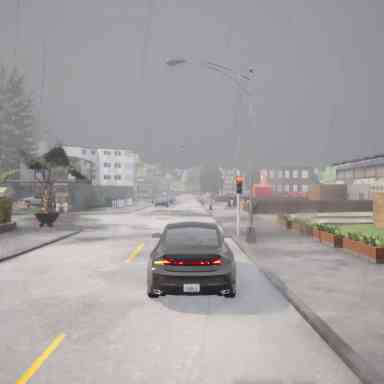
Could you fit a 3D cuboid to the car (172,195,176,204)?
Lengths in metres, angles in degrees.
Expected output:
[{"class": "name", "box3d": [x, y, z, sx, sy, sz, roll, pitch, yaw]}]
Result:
[{"class": "car", "box3d": [-4.584, 1.478, 62.710, 1.882, 1.535, 5.008, 0, 0, 0]}]

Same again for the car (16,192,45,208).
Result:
[{"class": "car", "box3d": [-20.111, 0.986, 42.178, 1.905, 1.878, 3.866, 0, 0, 35]}]

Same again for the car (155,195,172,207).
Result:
[{"class": "car", "box3d": [-4.519, 1.478, 50.663, 1.882, 1.535, 5.008, 0, 0, 0]}]

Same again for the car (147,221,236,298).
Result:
[{"class": "car", "box3d": [-0.008, 1.505, 8.495, 1.837, 1.490, 4.892, 0, 0, 0]}]

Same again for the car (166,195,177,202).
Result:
[{"class": "car", "box3d": [-4.631, 1.521, 75.090, 2.128, 1.511, 4.902, 0, 0, 0]}]
